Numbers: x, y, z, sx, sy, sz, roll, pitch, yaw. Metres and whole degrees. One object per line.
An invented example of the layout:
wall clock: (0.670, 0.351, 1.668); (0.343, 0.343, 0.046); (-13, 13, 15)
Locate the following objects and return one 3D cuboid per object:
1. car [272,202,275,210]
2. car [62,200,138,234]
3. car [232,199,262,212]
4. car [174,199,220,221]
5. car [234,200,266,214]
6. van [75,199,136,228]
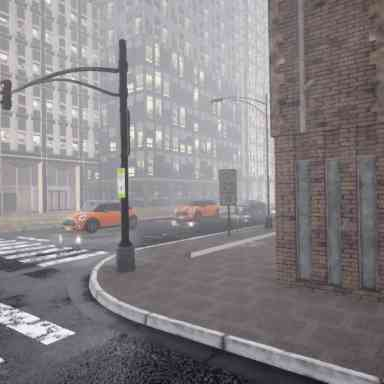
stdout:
car: (12.464, 1.477, 44.622); (2.097, 1.767, 4.553); (-1, -1, 36)
car: (-5.426, 1.416, 19.935); (2.097, 1.767, 4.553); (-1, -1, 37)
car: (6.896, 1.689, 41.407); (1.752, 1.417, 4.829); (-2, -1, 36)
car: (0.484, 1.435, 28.080); (2.097, 1.767, 4.553); (-1, -1, 36)
car: (6.440, 1.596, 36.327); (2.128, 1.511, 4.902); (-1, -1, 36)
van: (-5.989, 1.460, 23.534); (1.690, 1.788, 3.998); (-2, -1, 36)
